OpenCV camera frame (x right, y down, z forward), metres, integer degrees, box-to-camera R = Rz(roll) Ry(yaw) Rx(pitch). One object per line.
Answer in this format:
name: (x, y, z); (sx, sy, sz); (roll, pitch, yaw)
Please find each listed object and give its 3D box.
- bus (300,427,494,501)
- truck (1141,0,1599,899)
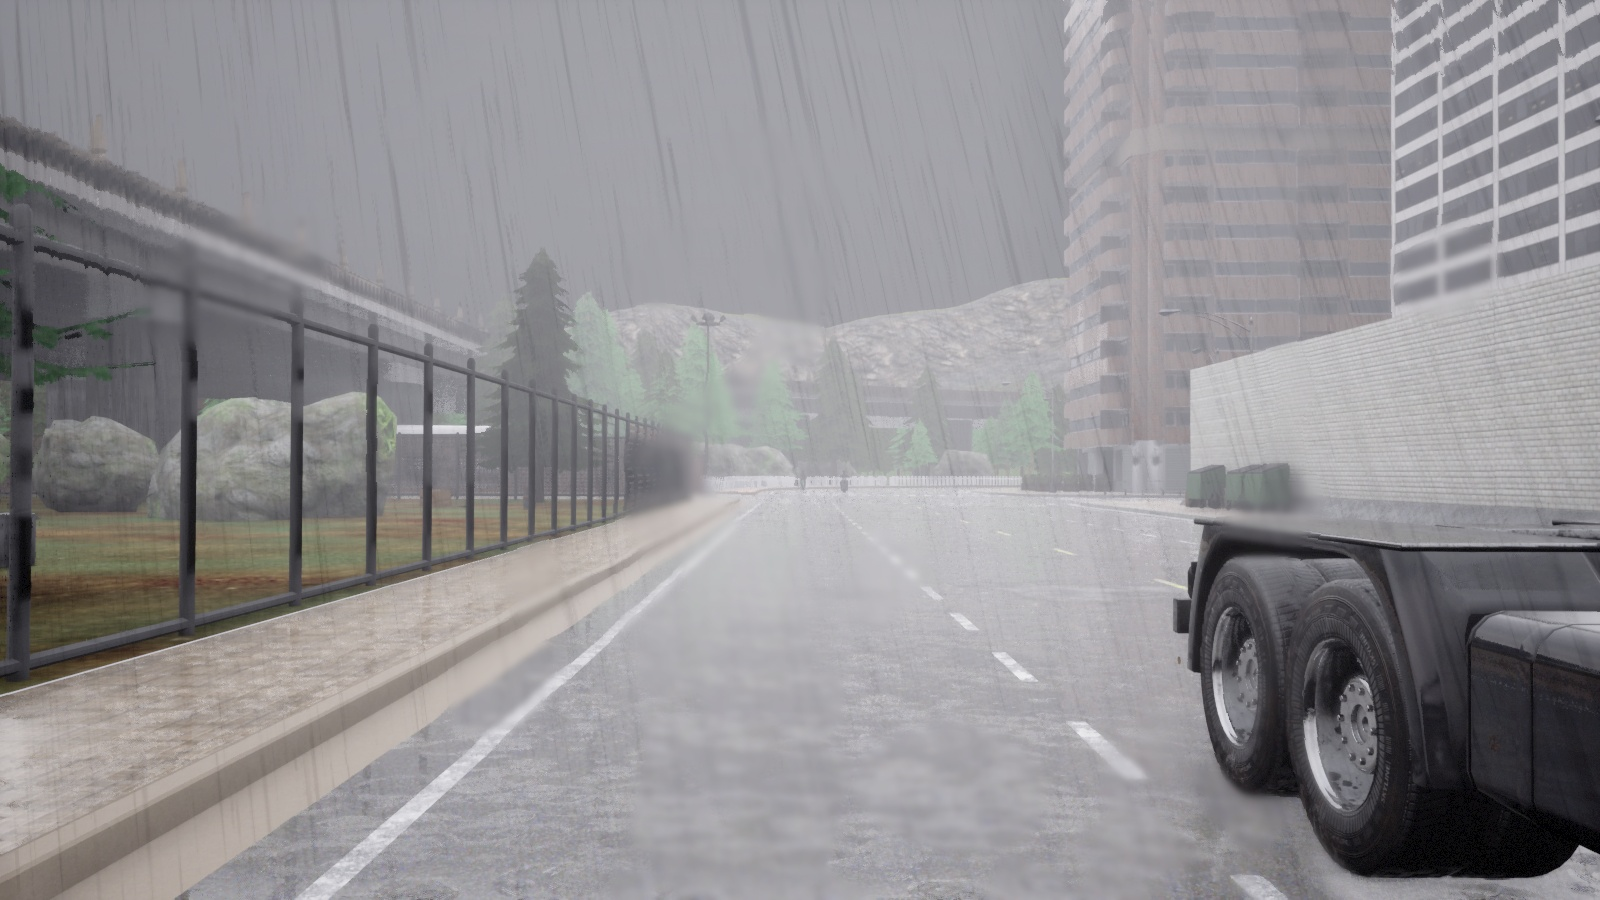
bus: (-23.738, 0.836, 74.489); (10.273, 4.253, 3.944); (0, -1, 0)
truck: (3.487, -0.123, 3.466); (2.891, 3.462, 7.936); (0, -1, 0)
